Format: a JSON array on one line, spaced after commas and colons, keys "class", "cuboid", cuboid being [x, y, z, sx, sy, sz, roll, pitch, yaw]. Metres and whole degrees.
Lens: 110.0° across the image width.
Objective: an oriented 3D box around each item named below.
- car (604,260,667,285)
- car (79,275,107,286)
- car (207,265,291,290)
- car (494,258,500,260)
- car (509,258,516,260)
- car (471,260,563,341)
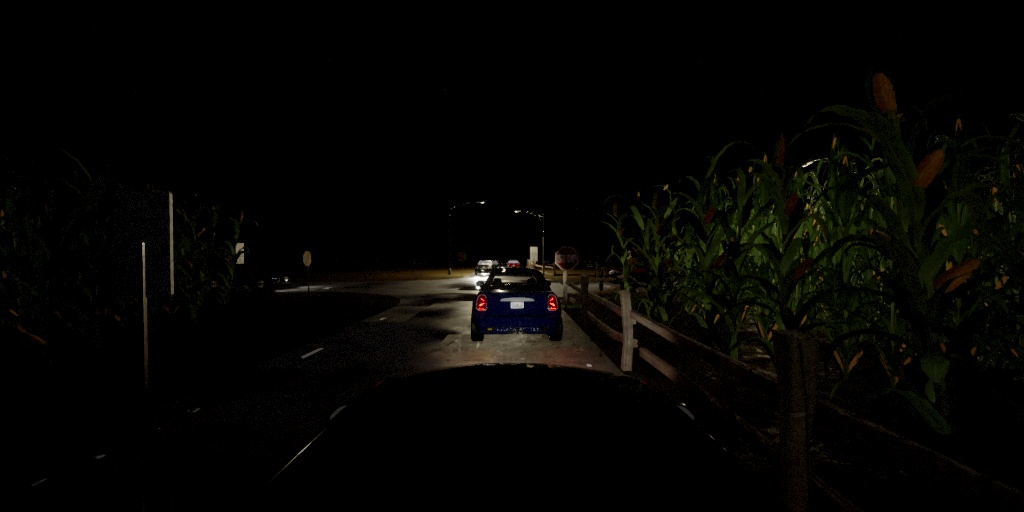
[{"class": "car", "cuboid": [8.513, 1.070, 25.056, 4.553, 1.767, 2.097, 0, 1, -4]}, {"class": "car", "cuboid": [-26.537, 1.373, 22.523, 4.181, 1.385, 1.994, 0, 1, 1]}, {"class": "car", "cuboid": [-16.557, 1.289, 22.488, 4.892, 1.490, 1.837, 0, 1, 0]}, {"class": "car", "cuboid": [-2.810, 1.211, 38.158, 2.128, 1.511, 4.902, 0, 0, 2]}, {"class": "car", "cuboid": [0.207, 1.253, 49.451, 2.033, 1.411, 5.357, 0, 0, 0]}, {"class": "car", "cuboid": [0.059, 1.098, 9.993, 2.097, 1.767, 4.553, 0, 0, -2]}]
